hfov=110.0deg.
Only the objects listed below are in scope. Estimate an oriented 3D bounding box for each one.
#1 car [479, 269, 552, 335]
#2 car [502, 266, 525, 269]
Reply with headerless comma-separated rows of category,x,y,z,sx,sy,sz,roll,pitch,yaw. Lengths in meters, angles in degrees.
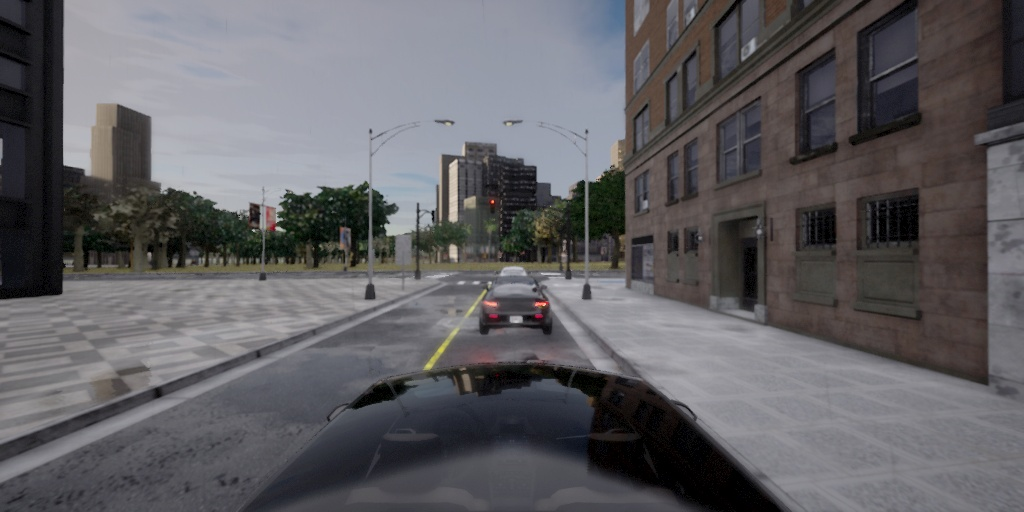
car,0.087,1.281,10.445,1.812,1.442,4.674,0,0,0
car,0.075,1.287,19.505,1.812,1.442,4.674,0,0,0
